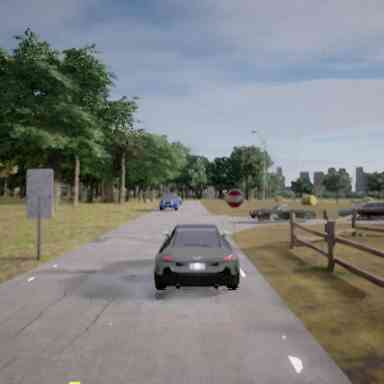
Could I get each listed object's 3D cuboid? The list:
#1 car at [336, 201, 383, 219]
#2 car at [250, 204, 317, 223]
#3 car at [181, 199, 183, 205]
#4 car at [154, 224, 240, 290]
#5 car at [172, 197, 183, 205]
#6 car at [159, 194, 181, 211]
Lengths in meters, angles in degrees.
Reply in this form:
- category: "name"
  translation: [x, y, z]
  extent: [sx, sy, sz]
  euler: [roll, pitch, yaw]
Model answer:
- category: "car"
  translation: [14.499, 1.562, 27.449]
  extent: [4.892, 1.490, 1.837]
  euler: [0, -2, 0]
- category: "car"
  translation: [6.741, 1.560, 24.402]
  extent: [4.718, 1.301, 1.895]
  euler: [1, -2, -18]
- category: "car"
  translation: [-2.790, 1.643, 52.652]
  extent: [2.033, 1.411, 5.357]
  euler: [0, 0, 0]
- category: "car"
  translation: [0.109, 1.558, 9.115]
  extent: [1.994, 1.385, 4.181]
  euler: [0, 0, 0]
- category: "car"
  translation: [-2.733, 1.691, 63.697]
  extent: [1.812, 1.442, 4.674]
  euler: [0, 0, 1]
- category: "car"
  translation: [-2.815, 1.259, 41.478]
  extent: [2.150, 2.045, 5.566]
  euler: [0, 0, 0]
